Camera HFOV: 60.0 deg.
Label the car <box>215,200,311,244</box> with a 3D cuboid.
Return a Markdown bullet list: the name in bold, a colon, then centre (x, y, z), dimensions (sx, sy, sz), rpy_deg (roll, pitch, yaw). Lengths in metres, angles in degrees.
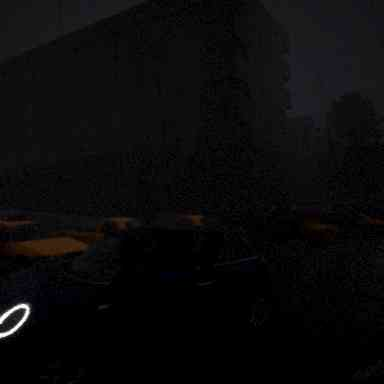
- **car**: centre (2.139, 1.366, 15.152), dimensions (5.566, 2.045, 2.435), rpy_deg (-1, -1, 34)

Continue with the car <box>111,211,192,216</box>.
- **car**: centre (-2.853, 1.539, 11.752), dimensions (5.366, 1.575, 1.946), rpy_deg (-1, -1, 35)

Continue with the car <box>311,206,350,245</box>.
- **car**: centre (4.746, 1.660, 16.776), dimensions (5.366, 1.575, 1.946), rpy_deg (-1, -2, 34)

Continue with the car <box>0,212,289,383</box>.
- **car**: centre (-0.838, 1.371, 5.244), dimensions (4.553, 1.767, 2.097), rpy_deg (1, 0, -36)

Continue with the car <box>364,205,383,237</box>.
- **car**: centre (9.606, 1.771, 20.280), dimensions (5.366, 1.575, 1.946), rpy_deg (0, -2, 34)

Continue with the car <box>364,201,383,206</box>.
- **car**: centre (11.860, 1.583, 22.154), dimensions (5.566, 2.045, 2.435), rpy_deg (0, -1, 34)

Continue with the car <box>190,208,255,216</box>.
- **car**: centre (-0.422, 1.574, 13.496), dimensions (5.366, 1.575, 1.946), rpy_deg (-1, -1, 34)

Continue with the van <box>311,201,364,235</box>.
- **van**: centre (6.926, 1.493, 18.700), dimensions (4.442, 1.987, 1.878), rpy_deg (0, -1, 34)

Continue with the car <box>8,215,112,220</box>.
- **car**: centre (-4.982, 1.506, 9.804), dimensions (5.366, 1.575, 1.946), rpy_deg (-1, -1, 35)
